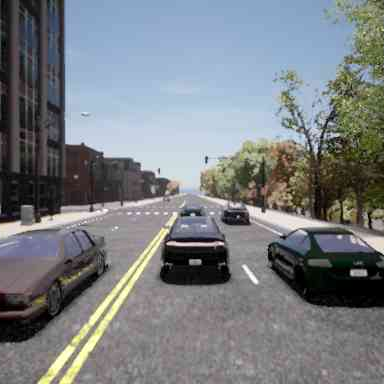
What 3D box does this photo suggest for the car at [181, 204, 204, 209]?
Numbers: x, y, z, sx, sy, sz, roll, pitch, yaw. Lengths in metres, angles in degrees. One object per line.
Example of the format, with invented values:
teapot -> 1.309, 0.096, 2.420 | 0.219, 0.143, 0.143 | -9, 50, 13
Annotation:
car -> 0.064, 1.654, 26.465 | 1.994, 1.385, 4.181 | 0, 0, 0

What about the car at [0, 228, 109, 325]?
car -> -3.359, 1.574, 7.643 | 2.033, 1.411, 5.357 | 0, 0, 0

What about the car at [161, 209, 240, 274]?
car -> 0.086, 1.528, 10.667 | 2.128, 1.511, 4.902 | 0, 0, 0

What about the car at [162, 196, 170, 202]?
car -> -6.738, 1.830, 87.666 | 2.128, 1.511, 4.902 | 0, 0, 0

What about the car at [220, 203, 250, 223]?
car -> 3.315, 1.581, 26.106 | 2.128, 1.511, 4.902 | 0, 0, 0

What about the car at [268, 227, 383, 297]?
car -> 3.338, 1.594, 8.677 | 1.994, 1.385, 4.181 | 0, 0, 0
